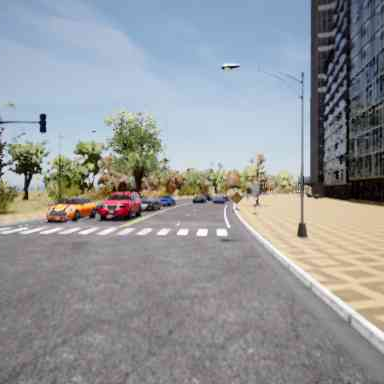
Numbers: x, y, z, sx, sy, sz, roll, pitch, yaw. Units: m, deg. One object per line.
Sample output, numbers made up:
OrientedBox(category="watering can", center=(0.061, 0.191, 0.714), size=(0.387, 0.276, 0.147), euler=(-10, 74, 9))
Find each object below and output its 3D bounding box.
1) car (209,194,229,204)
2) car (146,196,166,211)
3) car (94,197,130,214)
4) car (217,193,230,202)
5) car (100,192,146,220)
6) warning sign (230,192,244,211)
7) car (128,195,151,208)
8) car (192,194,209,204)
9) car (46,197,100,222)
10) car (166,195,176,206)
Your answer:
OrientedBox(category="car", center=(4.558, 1.197, 55.513), size=(2.033, 1.411, 5.357), euler=(0, 0, 10))
OrientedBox(category="car", center=(-4.641, 1.250, 36.370), size=(2.128, 1.511, 4.902), euler=(0, 0, 6))
OrientedBox(category="car", center=(-8.121, 1.315, 34.288), size=(2.033, 1.411, 5.357), euler=(0, 0, 5))
OrientedBox(category="car", center=(6.241, 1.080, 65.901), size=(2.128, 1.511, 4.902), euler=(0, 0, 11))
OrientedBox(category="car", center=(-5.522, 1.043, 26.428), size=(2.150, 2.045, 5.566), euler=(0, 0, 4))
OrientedBox(category="warning sign", center=(4.535, 0.901, 33.639), size=(1.300, 1.860, 1.060), euler=(0, 1, 6))
OrientedBox(category="car", center=(-6.957, 1.208, 44.637), size=(1.837, 1.490, 4.892), euler=(0, 0, 7))
OrientedBox(category="car", center=(1.250, 1.205, 56.086), size=(1.994, 1.385, 4.181), euler=(0, 0, 10))
OrientedBox(category="car", center=(-8.929, 1.180, 24.852), size=(2.097, 1.767, 4.553), euler=(0, 0, 6))
OrientedBox(category="car", center=(-3.430, 1.221, 46.578), size=(1.812, 1.442, 4.674), euler=(0, 0, 8))
